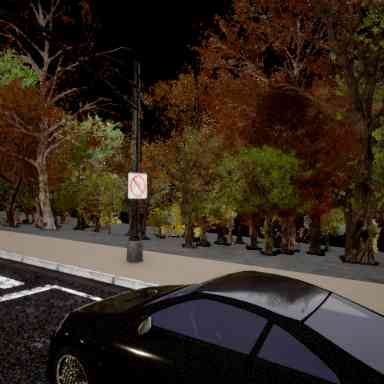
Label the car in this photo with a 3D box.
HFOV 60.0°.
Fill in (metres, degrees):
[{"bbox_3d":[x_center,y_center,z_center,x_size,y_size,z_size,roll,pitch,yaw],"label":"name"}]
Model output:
[{"bbox_3d":[0.382,1.564,3.414,4.181,1.385,1.994,0,0,36],"label":"car"}]
